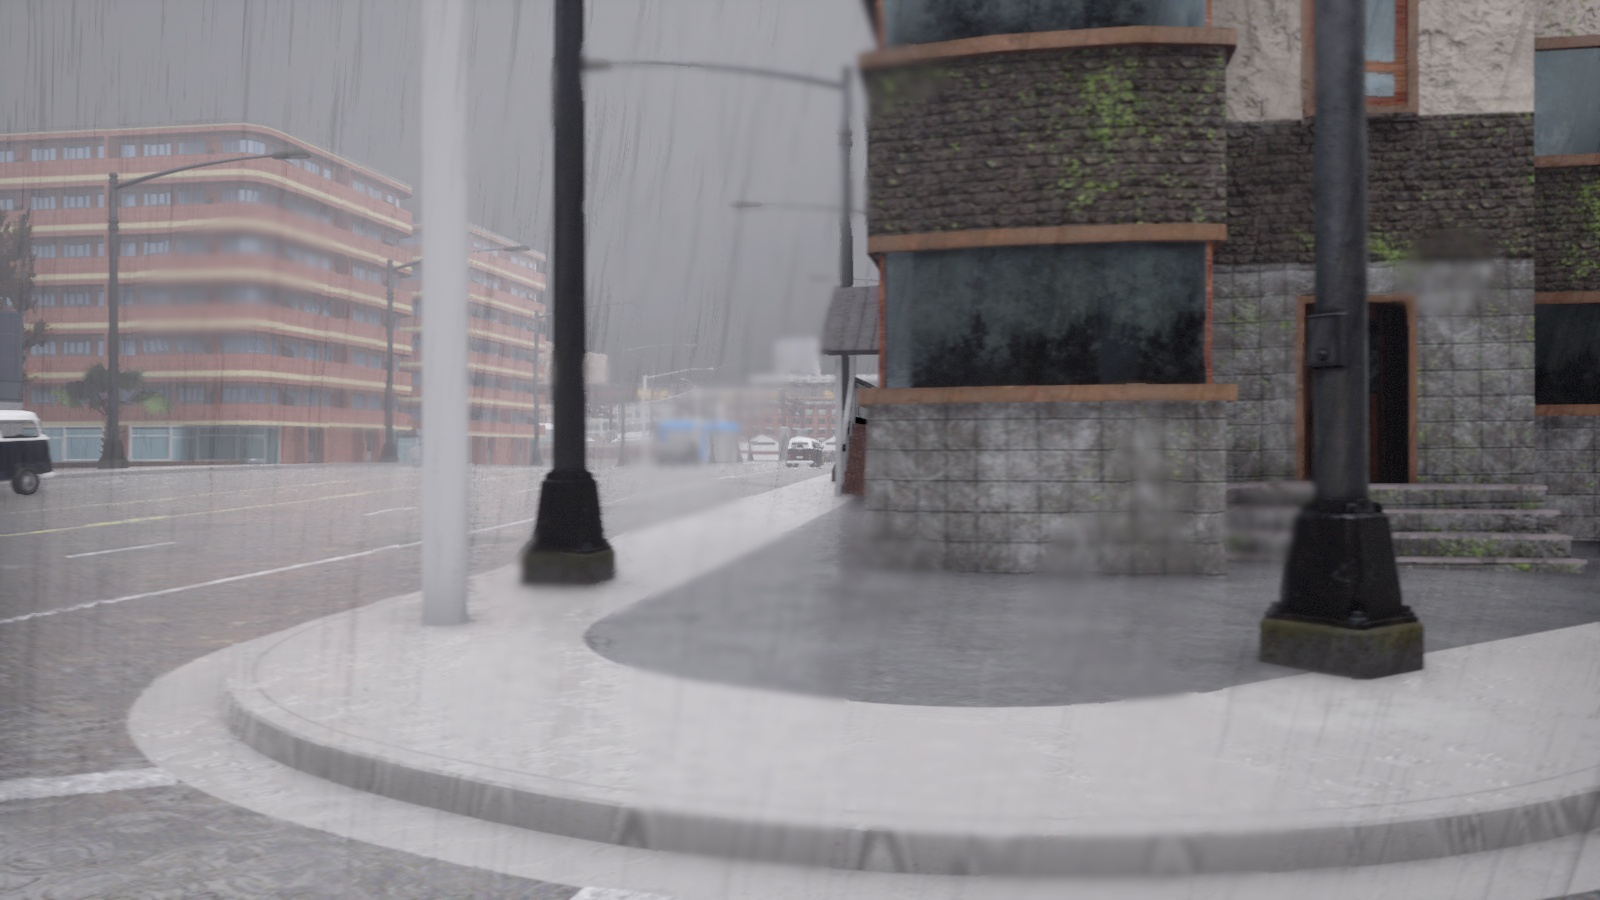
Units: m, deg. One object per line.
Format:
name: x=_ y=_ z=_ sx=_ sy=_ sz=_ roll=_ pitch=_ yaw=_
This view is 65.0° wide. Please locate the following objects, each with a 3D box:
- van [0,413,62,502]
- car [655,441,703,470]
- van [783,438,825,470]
van: x=-19.455 y=0.187 z=28.663 sx=2.069 sy=2.038 sz=4.480 roll=0 pitch=2 yaw=10
car: x=-8.813 y=0.448 z=91.941 sx=2.150 sy=2.045 sz=5.566 roll=0 pitch=-1 yaw=10
van: x=0.306 y=0.271 z=82.856 sx=2.069 sy=2.038 sz=4.480 roll=0 pitch=-1 yaw=10
